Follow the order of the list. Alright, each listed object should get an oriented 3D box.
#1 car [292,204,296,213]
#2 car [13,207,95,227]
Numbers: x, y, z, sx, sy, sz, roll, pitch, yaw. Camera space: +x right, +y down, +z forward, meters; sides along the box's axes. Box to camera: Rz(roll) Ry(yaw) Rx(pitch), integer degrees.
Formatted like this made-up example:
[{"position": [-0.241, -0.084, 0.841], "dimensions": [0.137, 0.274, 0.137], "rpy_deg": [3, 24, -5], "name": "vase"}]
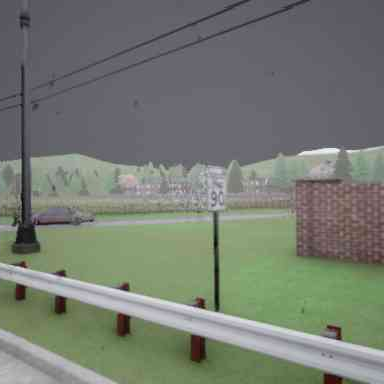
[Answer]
[{"position": [13.142, 1.476, 36.334], "dimensions": [4.553, 1.767, 2.097], "rpy_deg": [0, 0, -30], "name": "car"}, {"position": [-9.830, 1.806, 24.017], "dimensions": [5.357, 1.411, 2.033], "rpy_deg": [0, 0, -21], "name": "car"}]
